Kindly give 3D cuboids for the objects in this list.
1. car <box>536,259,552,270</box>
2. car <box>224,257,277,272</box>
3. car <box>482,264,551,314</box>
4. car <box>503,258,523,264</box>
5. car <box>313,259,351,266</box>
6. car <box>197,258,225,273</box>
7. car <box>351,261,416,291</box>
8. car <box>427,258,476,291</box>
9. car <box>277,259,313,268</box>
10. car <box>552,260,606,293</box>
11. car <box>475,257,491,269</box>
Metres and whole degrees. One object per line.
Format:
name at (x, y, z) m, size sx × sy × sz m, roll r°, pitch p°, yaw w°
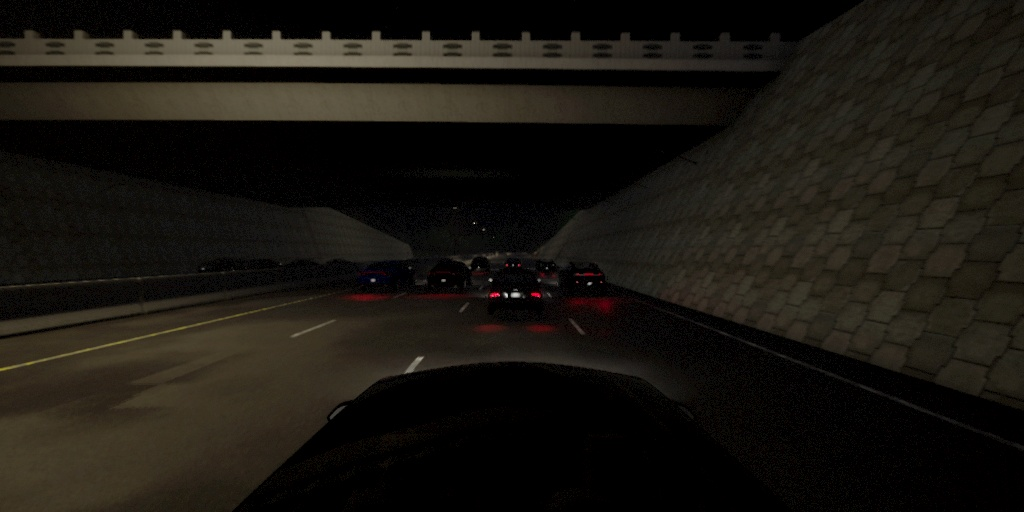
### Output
car at (3.601, 0.950, 39.043) m, size 1.895 × 1.301 × 4.718 m, roll 0°, pitch 1°, yaw 0°
car at (-24.594, 0.943, 34.863) m, size 2.033 × 1.411 × 5.357 m, roll 0°, pitch 1°, yaw 0°
car at (0.103, 1.175, 13.113) m, size 2.033 × 1.411 × 5.357 m, roll 0°, pitch 1°, yaw 0°
car at (0.103, 0.917, 37.190) m, size 2.033 × 1.411 × 5.357 m, roll 0°, pitch 1°, yaw 0°
car at (-17.590, 0.946, 36.092) m, size 1.994 × 1.385 × 4.181 m, roll 0°, pitch 1°, yaw 0°
car at (-28.089, 0.886, 35.059) m, size 2.128 × 1.511 × 4.902 m, roll 0°, pitch 0°, yaw 0°
car at (-6.897, 1.029, 20.274) m, size 1.882 × 1.535 × 5.008 m, roll 0°, pitch 1°, yaw 0°
car at (-3.397, 1.029, 20.255) m, size 1.882 × 1.535 × 5.008 m, roll 0°, pitch 1°, yaw 0°
car at (-21.089, 0.946, 36.096) m, size 1.994 × 1.385 × 4.181 m, roll 0°, pitch 1°, yaw 0°
car at (3.603, 1.055, 19.053) m, size 2.128 × 1.511 × 4.902 m, roll 0°, pitch 1°, yaw 0°
car at (-3.399, 0.853, 39.121) m, size 1.837 × 1.490 × 4.892 m, roll 0°, pitch 1°, yaw 0°
